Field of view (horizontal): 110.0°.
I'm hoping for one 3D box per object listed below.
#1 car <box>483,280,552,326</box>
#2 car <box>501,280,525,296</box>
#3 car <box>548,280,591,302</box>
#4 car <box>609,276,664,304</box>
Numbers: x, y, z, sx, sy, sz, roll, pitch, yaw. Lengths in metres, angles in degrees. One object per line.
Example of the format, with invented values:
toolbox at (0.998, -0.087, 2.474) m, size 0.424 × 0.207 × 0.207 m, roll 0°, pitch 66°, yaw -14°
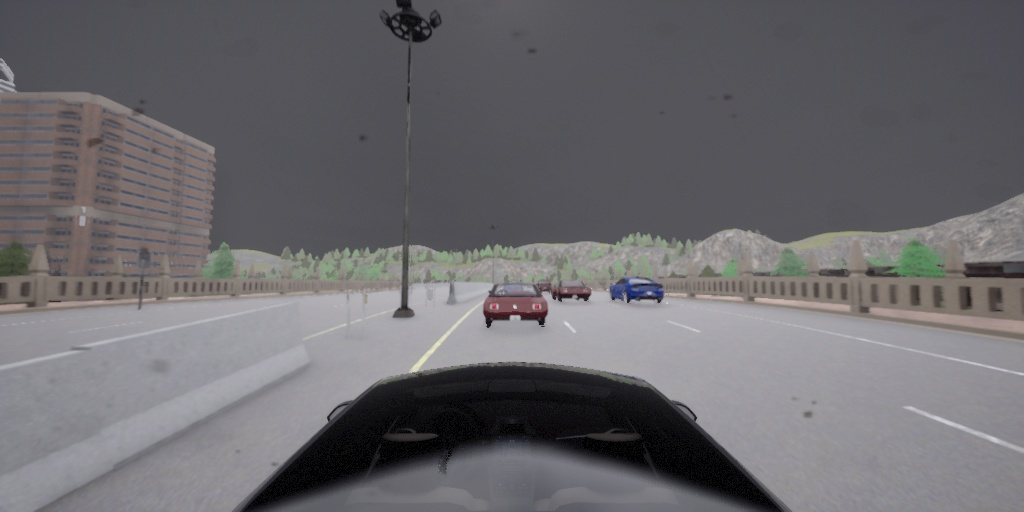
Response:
car at (0.101, 1.559, 12.365) m, size 1.895 × 1.301 × 4.718 m, roll 0°, pitch -2°, yaw 0°
car at (0.105, 2.989, 33.803) m, size 2.033 × 1.411 × 5.357 m, roll 0°, pitch -4°, yaw 0°
car at (3.603, 2.201, 22.713) m, size 1.895 × 1.301 × 4.718 m, roll 0°, pitch -4°, yaw 0°
car at (7.102, 1.949, 21.000) m, size 1.882 × 1.535 × 5.008 m, roll 0°, pitch -4°, yaw 0°
